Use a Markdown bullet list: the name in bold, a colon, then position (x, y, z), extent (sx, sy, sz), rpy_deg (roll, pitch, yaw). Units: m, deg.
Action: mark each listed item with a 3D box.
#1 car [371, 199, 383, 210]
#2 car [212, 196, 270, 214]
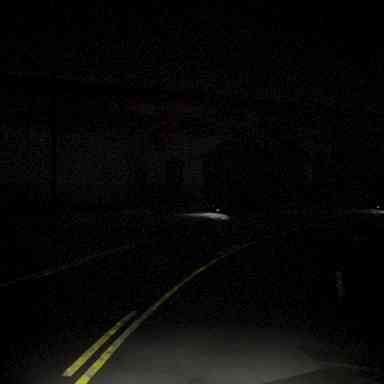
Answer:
- **car**: position (19.430, 0.962, 31.132), extent (5.357, 1.411, 2.033), rpy_deg (0, 1, -19)
- **car**: position (4.202, 1.016, 27.856), extent (5.357, 1.411, 2.033), rpy_deg (-1, 1, -36)
